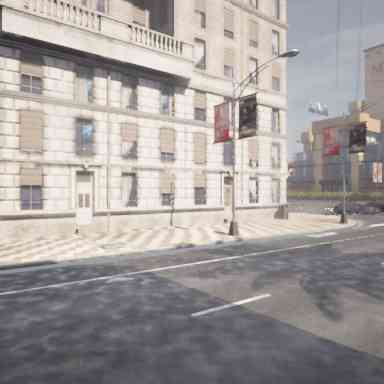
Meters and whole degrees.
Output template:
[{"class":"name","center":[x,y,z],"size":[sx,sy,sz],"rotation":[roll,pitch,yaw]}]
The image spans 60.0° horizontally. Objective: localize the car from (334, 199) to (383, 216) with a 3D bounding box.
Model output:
[{"class":"car","center":[16.220,1.565,32.700],"size":[1.994,1.385,4.181],"rotation":[0,0,-32]}]
